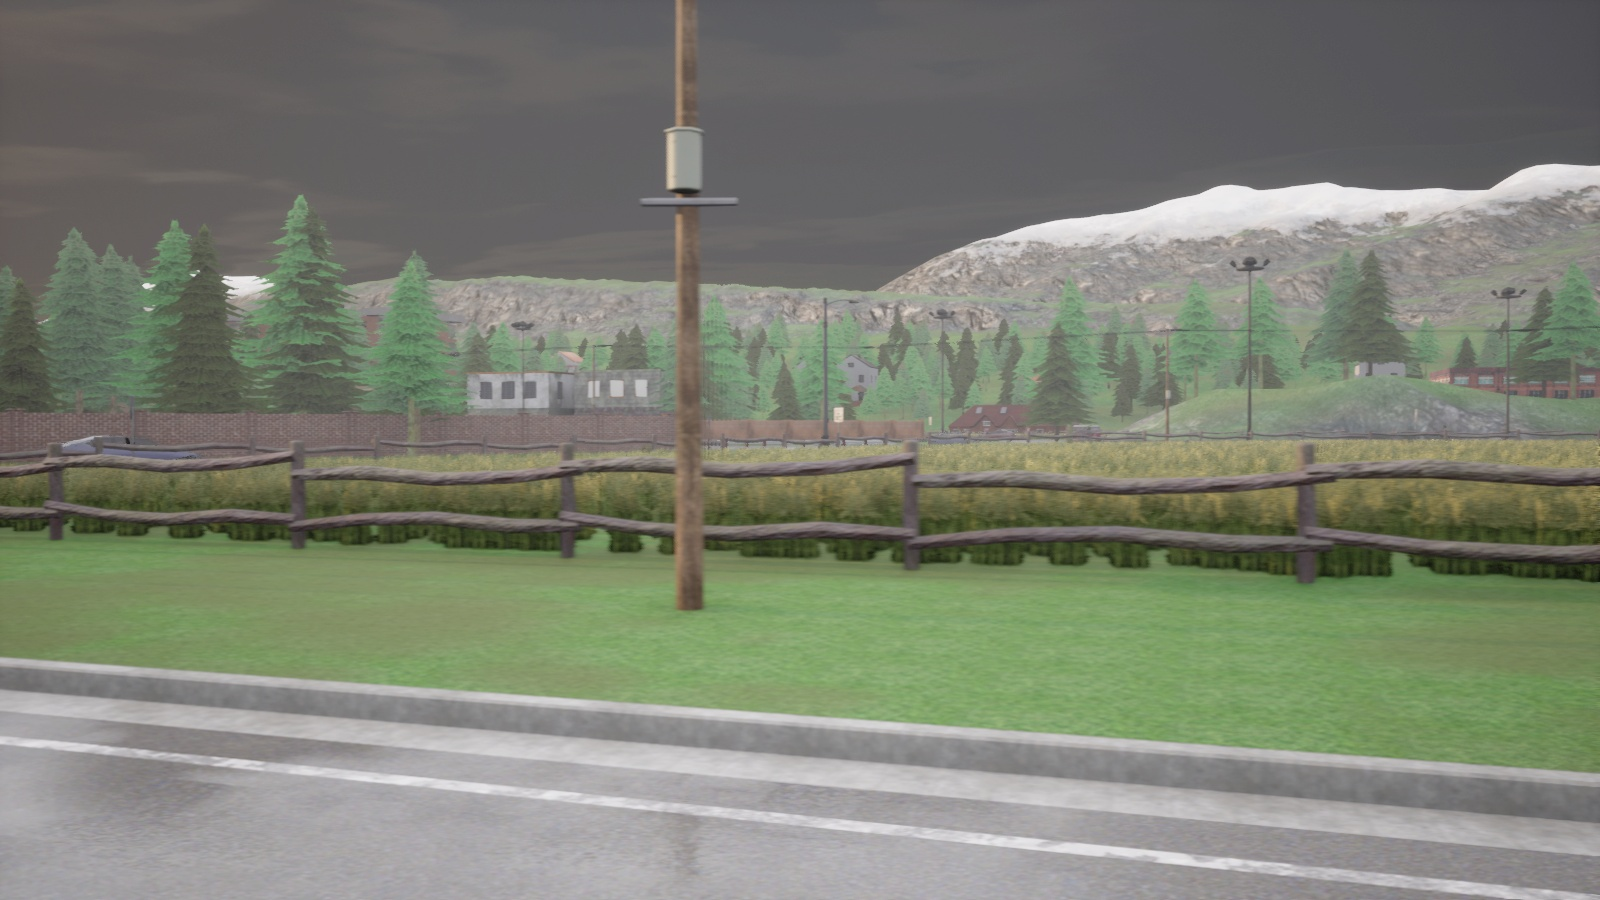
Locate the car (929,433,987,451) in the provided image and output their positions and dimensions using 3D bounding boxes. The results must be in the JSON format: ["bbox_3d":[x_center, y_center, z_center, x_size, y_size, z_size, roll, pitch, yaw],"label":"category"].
[{"bbox_3d":[12.211,-0.617,97.022,4.181,1.385,1.994,1,1,18],"label":"car"}]

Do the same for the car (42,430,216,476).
[{"bbox_3d":[-22.834,0.054,42.853,2.163,1.488,4.792,1,1,43],"label":"car"}]
